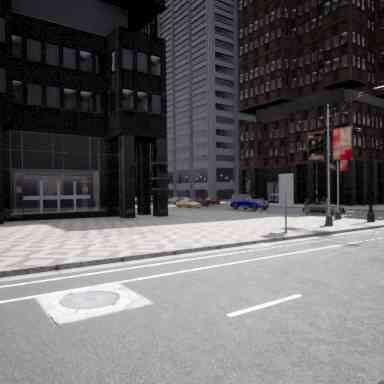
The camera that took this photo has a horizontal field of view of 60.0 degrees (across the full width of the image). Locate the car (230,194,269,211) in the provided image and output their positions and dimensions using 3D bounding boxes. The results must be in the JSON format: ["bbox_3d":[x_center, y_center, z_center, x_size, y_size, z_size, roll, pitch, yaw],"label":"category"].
[{"bbox_3d":[7.330,1.321,42.848,2.150,2.045,5.566,-1,0,-36],"label":"car"}]

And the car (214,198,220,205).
[{"bbox_3d":[3.116,1.613,58.837,1.887,1.381,4.507,-1,1,-36],"label":"car"}]

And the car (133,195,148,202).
[{"bbox_3d":[-12.656,1.619,80.906,1.967,1.590,4.097,-1,1,-36],"label":"car"}]

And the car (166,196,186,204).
[{"bbox_3d":[-3.291,1.636,67.803,1.752,1.417,4.829,-1,1,-36],"label":"car"}]

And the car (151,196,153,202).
[{"bbox_3d":[-7.788,1.653,69.350,1.812,1.442,4.674,-1,0,-36],"label":"car"}]

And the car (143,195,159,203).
[{"bbox_3d":[-9.502,1.595,76.492,1.967,1.590,4.097,-1,1,-36],"label":"car"}]

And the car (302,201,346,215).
[{"bbox_3d":[13.510,1.626,34.222,1.994,1.385,4.181,-1,0,-36],"label":"car"}]

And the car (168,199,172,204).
[{"bbox_3d":[-1.594,1.673,60.735,2.033,1.411,5.357,-1,0,-35],"label":"car"}]

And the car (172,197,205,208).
[{"bbox_3d":[-0.570,1.700,49.333,1.752,1.417,4.829,-1,1,-36],"label":"car"}]

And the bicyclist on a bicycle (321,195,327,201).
[{"bbox_3d":[17.393,1.253,43.789,1.656,1.620,0.582,-1,1,-36],"label":"bicyclist on a bicycle"}]

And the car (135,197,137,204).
[{"bbox_3d":[-10.132,1.819,62.716,1.802,1.307,4.206,-1,1,-36],"label":"car"}]

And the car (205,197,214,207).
[{"bbox_3d":[0.894,1.702,51.903,1.994,1.385,4.181,-1,0,-35],"label":"car"}]
